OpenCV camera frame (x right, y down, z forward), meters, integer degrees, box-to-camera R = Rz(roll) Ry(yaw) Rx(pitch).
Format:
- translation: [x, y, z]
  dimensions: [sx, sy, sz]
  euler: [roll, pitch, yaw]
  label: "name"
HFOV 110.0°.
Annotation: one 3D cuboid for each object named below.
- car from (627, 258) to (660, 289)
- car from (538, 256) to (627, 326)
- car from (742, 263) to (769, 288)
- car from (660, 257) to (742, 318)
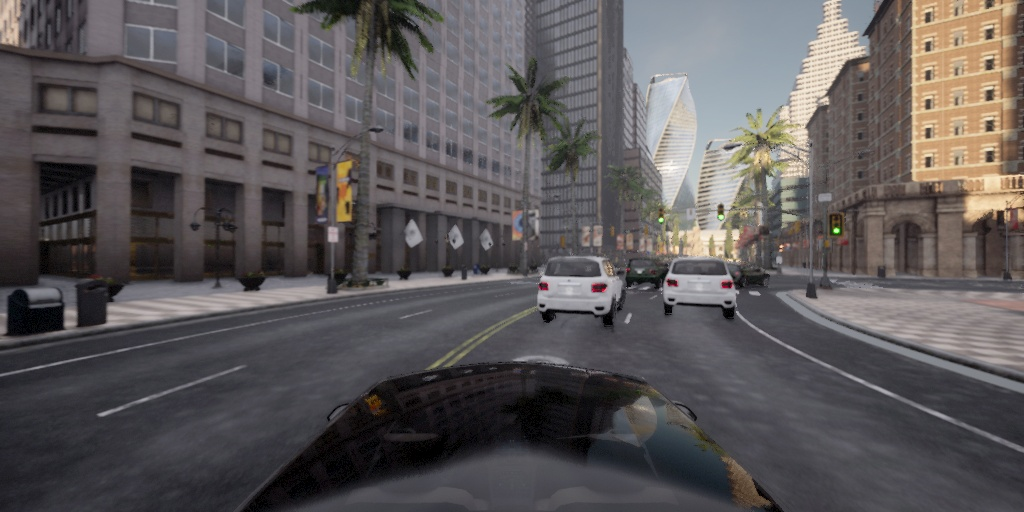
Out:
- translation: [9.573, 1.133, 25.366]
  dimensions: [2.150, 2.045, 5.566]
  euler: [0, 0, 30]
  label: "car"
- translation: [2.549, 1.035, 12.334]
  dimensions: [2.150, 2.045, 5.566]
  euler: [0, 0, 21]
  label: "car"
- translation: [16.524, 1.294, 25.899]
  dimensions: [4.553, 1.767, 2.097]
  euler: [0, 0, -31]
  label: "car"
- translation: [7.070, 1.063, 13.825]
  dimensions: [2.150, 2.045, 5.566]
  euler: [0, 0, 25]
  label: "car"
